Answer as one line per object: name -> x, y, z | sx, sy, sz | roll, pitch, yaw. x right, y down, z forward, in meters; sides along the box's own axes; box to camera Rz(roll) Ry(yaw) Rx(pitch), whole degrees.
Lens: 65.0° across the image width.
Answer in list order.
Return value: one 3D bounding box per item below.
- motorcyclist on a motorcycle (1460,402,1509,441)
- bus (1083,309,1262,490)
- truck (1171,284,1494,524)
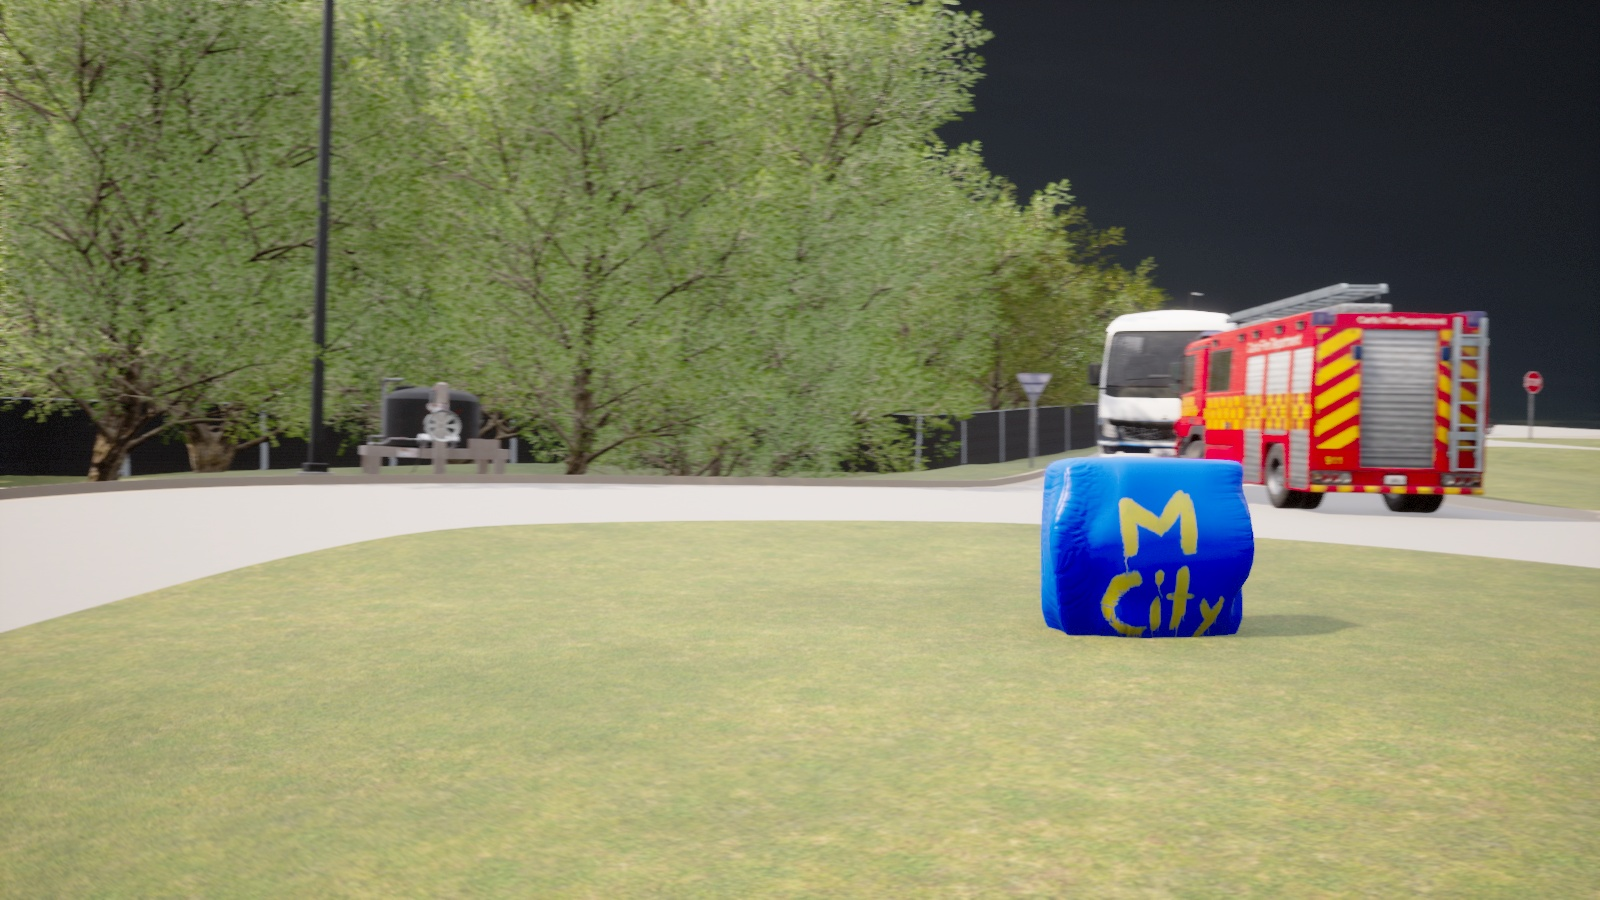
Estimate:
motorcyclist on a motorcycle -> 29.528, -1.225, 54.164 | 2.350, 1.649, 0.766 | -1, 4, -34
bus -> 10.651, -1.615, 34.940 | 3.944, 4.253, 10.273 | 2, 5, 21
truck -> 9.891, -0.832, 24.638 | 2.891, 3.827, 8.468 | 1, 1, 2
